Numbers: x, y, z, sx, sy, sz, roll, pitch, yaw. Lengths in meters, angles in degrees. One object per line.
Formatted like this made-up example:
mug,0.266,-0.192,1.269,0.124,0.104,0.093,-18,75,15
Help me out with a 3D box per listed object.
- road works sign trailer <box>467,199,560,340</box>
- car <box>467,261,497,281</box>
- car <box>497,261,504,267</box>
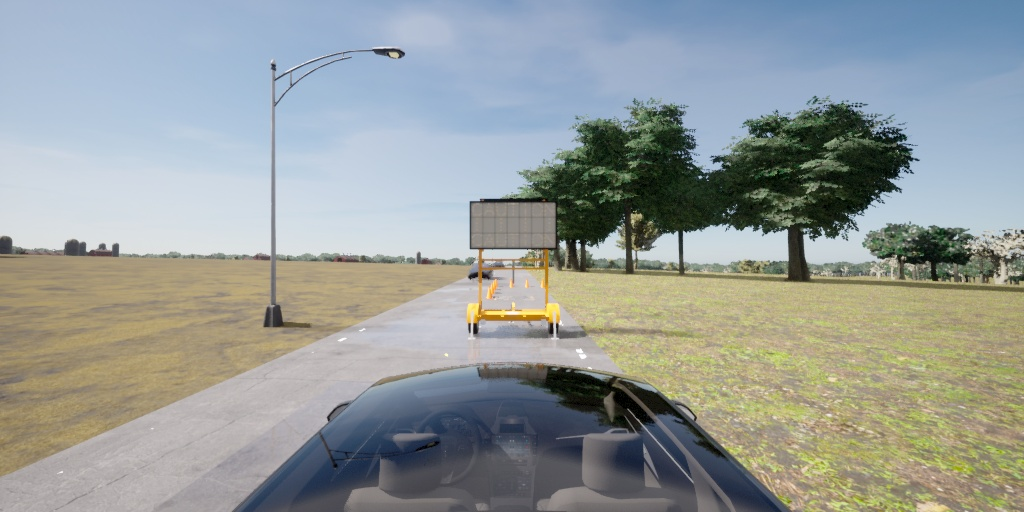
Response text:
road works sign trailer,0.040,0.220,9.972,2.380,3.560,2.880,0,0,0
car,-2.653,1.350,31.148,2.033,1.411,5.357,0,0,0
car,-2.357,1.558,61.240,1.994,1.385,4.181,0,0,0
